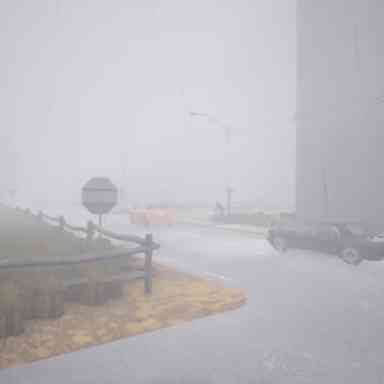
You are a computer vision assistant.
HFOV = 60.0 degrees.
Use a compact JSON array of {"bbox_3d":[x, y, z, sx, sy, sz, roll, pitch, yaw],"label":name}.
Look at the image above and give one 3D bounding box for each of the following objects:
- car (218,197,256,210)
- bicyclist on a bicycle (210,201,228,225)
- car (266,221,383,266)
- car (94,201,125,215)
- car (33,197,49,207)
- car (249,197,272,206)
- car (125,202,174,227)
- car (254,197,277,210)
[{"bbox_3d":[5.603,1.850,43.695,5.008,1.535,1.882,1,0,-36],"label":"car"},{"bbox_3d":[1.890,1.487,23.239,1.656,1.620,0.582,1,0,-36],"label":"bicyclist on a bicycle"},{"bbox_3d":[5.054,1.741,12.316,1.895,1.301,4.718,1,0,-36],"label":"car"},{"bbox_3d":[-8.518,1.694,35.568,4.674,1.442,1.812,1,1,-3],"label":"car"},{"bbox_3d":[-24.669,1.608,54.249,1.882,1.535,5.008,1,0,-32],"label":"car"},{"bbox_3d":[14.785,1.982,71.981,1.932,1.855,4.605,1,-1,-36],"label":"car"},{"bbox_3d":[-3.059,1.495,24.274,2.097,1.767,4.553,1,0,-27],"label":"car"},{"bbox_3d":[11.281,1.978,53.011,2.242,1.667,4.611,1,-1,-36],"label":"car"}]
